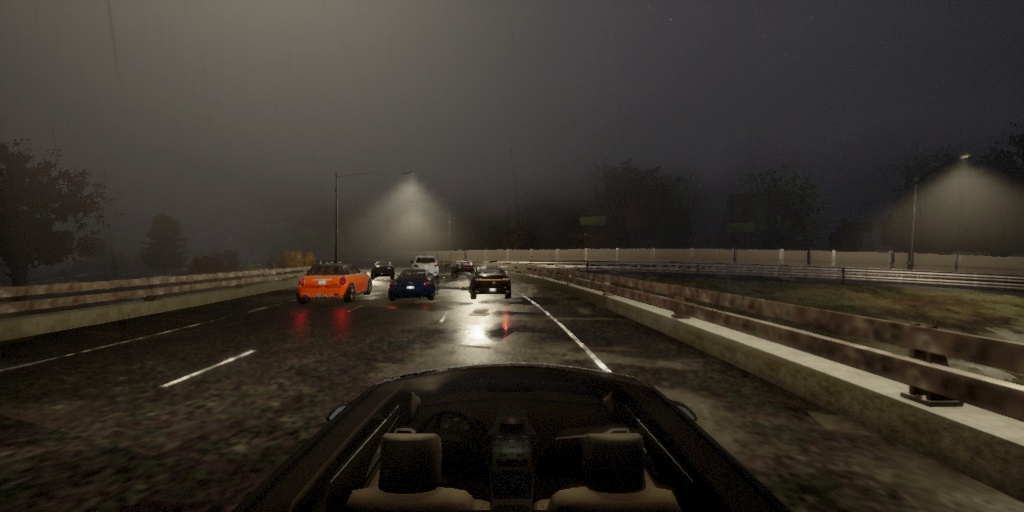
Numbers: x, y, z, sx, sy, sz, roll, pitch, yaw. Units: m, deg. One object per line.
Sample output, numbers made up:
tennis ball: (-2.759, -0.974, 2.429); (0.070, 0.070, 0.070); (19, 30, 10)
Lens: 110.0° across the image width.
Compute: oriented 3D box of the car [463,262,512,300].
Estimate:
car: (-1.180, 1.243, 17.868); (2.128, 1.511, 4.902); (0, 0, -8)

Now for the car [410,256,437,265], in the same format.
car: (-8.010, 1.006, 32.767); (2.150, 2.045, 5.566); (0, 0, -16)

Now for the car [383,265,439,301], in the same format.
car: (-4.644, 1.320, 17.366); (1.994, 1.385, 4.181); (0, 0, -8)

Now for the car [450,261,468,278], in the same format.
car: (-4.644, 1.243, 33.726); (2.128, 1.511, 4.902); (0, 0, -16)

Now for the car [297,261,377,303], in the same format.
car: (-8.103, 1.114, 16.835); (2.097, 1.767, 4.553); (0, 0, -8)

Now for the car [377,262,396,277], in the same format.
car: (-11.359, 1.243, 31.750); (2.128, 1.511, 4.902); (0, 0, -16)
